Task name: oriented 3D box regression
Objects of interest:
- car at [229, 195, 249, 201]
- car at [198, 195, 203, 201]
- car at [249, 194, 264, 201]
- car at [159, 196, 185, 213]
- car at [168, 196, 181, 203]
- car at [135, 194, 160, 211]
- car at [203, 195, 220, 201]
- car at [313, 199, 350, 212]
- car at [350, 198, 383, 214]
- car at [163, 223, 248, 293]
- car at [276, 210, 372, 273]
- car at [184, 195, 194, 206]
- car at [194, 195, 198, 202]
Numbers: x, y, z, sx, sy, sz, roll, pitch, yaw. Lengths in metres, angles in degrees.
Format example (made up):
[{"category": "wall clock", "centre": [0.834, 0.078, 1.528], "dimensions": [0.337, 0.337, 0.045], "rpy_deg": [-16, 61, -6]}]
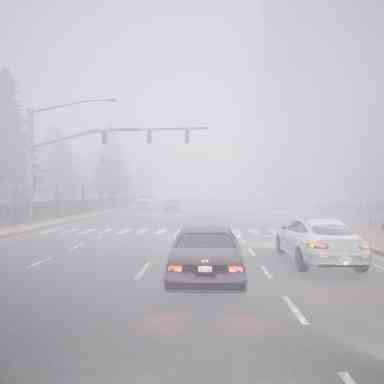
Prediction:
[{"category": "car", "centre": [11.994, 1.525, 88.171], "dimensions": [4.902, 1.511, 2.128], "rpy_deg": [0, 0, -44]}, {"category": "car", "centre": [1.853, 1.552, 86.845], "dimensions": [1.994, 1.385, 4.181], "rpy_deg": [0, 0, 32]}, {"category": "car", "centre": [17.008, 1.540, 87.807], "dimensions": [5.357, 1.411, 2.033], "rpy_deg": [0, 0, -35]}, {"category": "car", "centre": [-2.109, 1.521, 36.700], "dimensions": [1.837, 1.490, 4.892], "rpy_deg": [0, 0, 2]}, {"category": "car", "centre": [-3.734, 1.595, 72.560], "dimensions": [1.895, 1.301, 4.718], "rpy_deg": [0, 0, 10]}, {"category": "car", "centre": [-5.450, 1.220, 40.623], "dimensions": [2.150, 2.045, 5.566], "rpy_deg": [0, 0, 2]}, {"category": "car", "centre": [5.422, 1.500, 85.891], "dimensions": [1.837, 1.490, 4.892], "rpy_deg": [0, 0, 32]}, {"category": "car", "centre": [16.997, 1.547, 39.615], "dimensions": [4.902, 1.511, 2.128], "rpy_deg": [0, 0, 3]}, {"category": "car", "centre": [20.162, 1.407, 35.994], "dimensions": [4.553, 1.767, 2.097], "rpy_deg": [0, 0, 2]}, {"category": "car", "centre": [0.380, 1.547, 8.988], "dimensions": [2.033, 1.411, 5.357], "rpy_deg": [0, 0, 3]}, {"category": "car", "centre": [3.963, 1.526, 10.614], "dimensions": [1.812, 1.442, 4.674], "rpy_deg": [0, 0, 3]}, {"category": "car", "centre": [-1.282, 1.492, 56.304], "dimensions": [2.128, 1.511, 4.902], "rpy_deg": [0, 0, 3]}, {"category": "car", "centre": [-0.353, 1.478, 71.501], "dimensions": [1.882, 1.535, 5.008], "rpy_deg": [0, 0, 5]}]
